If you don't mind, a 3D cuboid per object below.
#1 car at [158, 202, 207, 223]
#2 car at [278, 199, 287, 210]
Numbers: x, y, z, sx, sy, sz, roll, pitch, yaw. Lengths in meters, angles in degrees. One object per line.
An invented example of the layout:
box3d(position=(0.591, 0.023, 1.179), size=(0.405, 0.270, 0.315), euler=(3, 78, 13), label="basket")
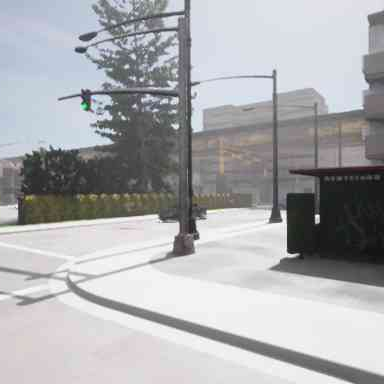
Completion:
box3d(position=(-0.676, 1.547, 26.421), size=(1.837, 1.490, 4.892), euler=(-1, 0, 36), label="car")
box3d(position=(12.679, 1.598, 44.715), size=(2.033, 1.411, 5.357), euler=(-1, 0, 36), label="car")
